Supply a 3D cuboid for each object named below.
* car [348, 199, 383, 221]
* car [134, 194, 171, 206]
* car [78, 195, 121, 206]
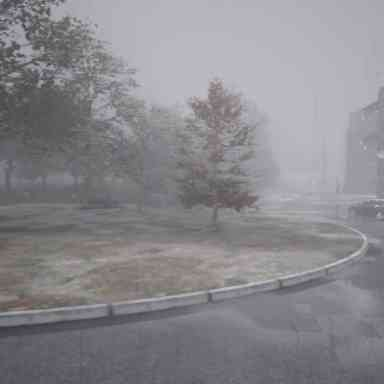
[{"bbox_3d":[13.995,1.328,25.219,1.837,1.490,4.892,2,0,-12],"label":"car"},{"bbox_3d":[-4.692,0.955,41.345,4.892,1.490,1.837,2,1,8],"label":"car"},{"bbox_3d":[-10.496,0.966,37.917,4.718,1.301,1.895,1,1,-9],"label":"car"}]
